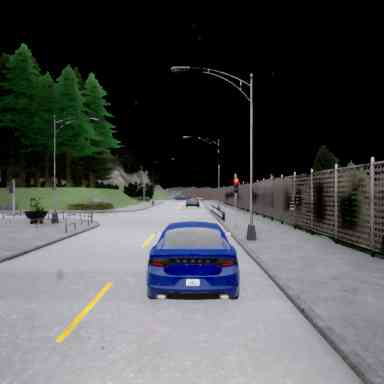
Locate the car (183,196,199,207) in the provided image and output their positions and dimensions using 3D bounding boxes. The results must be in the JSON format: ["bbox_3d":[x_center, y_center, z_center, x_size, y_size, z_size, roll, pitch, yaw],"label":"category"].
[{"bbox_3d":[0.098,1.564,51.969,1.994,1.385,4.181,0,0,0],"label":"car"}]

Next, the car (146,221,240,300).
[{"bbox_3d":[0.037,1.478,8.457,1.882,1.535,5.008,0,0,1],"label":"car"}]

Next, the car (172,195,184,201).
[{"bbox_3d":[-3.185,1.524,87.327,1.812,1.442,4.674,0,0,-45],"label":"car"}]
